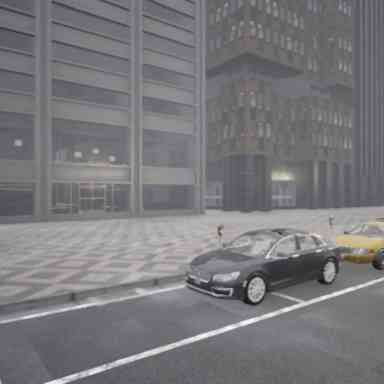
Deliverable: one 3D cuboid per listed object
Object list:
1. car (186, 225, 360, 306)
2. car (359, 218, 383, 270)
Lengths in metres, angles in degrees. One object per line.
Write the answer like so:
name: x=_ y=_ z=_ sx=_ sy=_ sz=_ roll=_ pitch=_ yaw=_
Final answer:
car: x=1.887 y=1.595 z=8.056 sx=4.403 sy=1.369 sz=2.008 roll=0 pitch=-1 yaw=-36
car: x=6.309 y=1.594 z=11.277 sx=4.829 sy=1.417 sz=1.752 roll=0 pitch=-1 yaw=-36
